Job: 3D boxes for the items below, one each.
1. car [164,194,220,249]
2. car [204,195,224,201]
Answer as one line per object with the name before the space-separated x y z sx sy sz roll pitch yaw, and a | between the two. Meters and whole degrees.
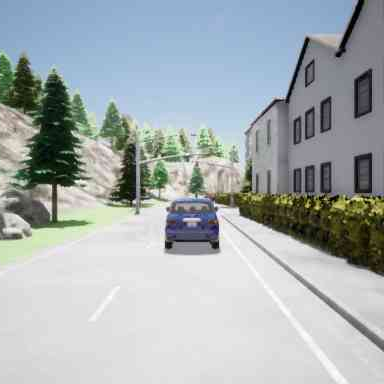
car | 0.000 1.256 14.680 2.150 2.045 5.566 0 0 0
car | 5.735 1.537 85.803 2.033 1.411 5.357 0 0 44
